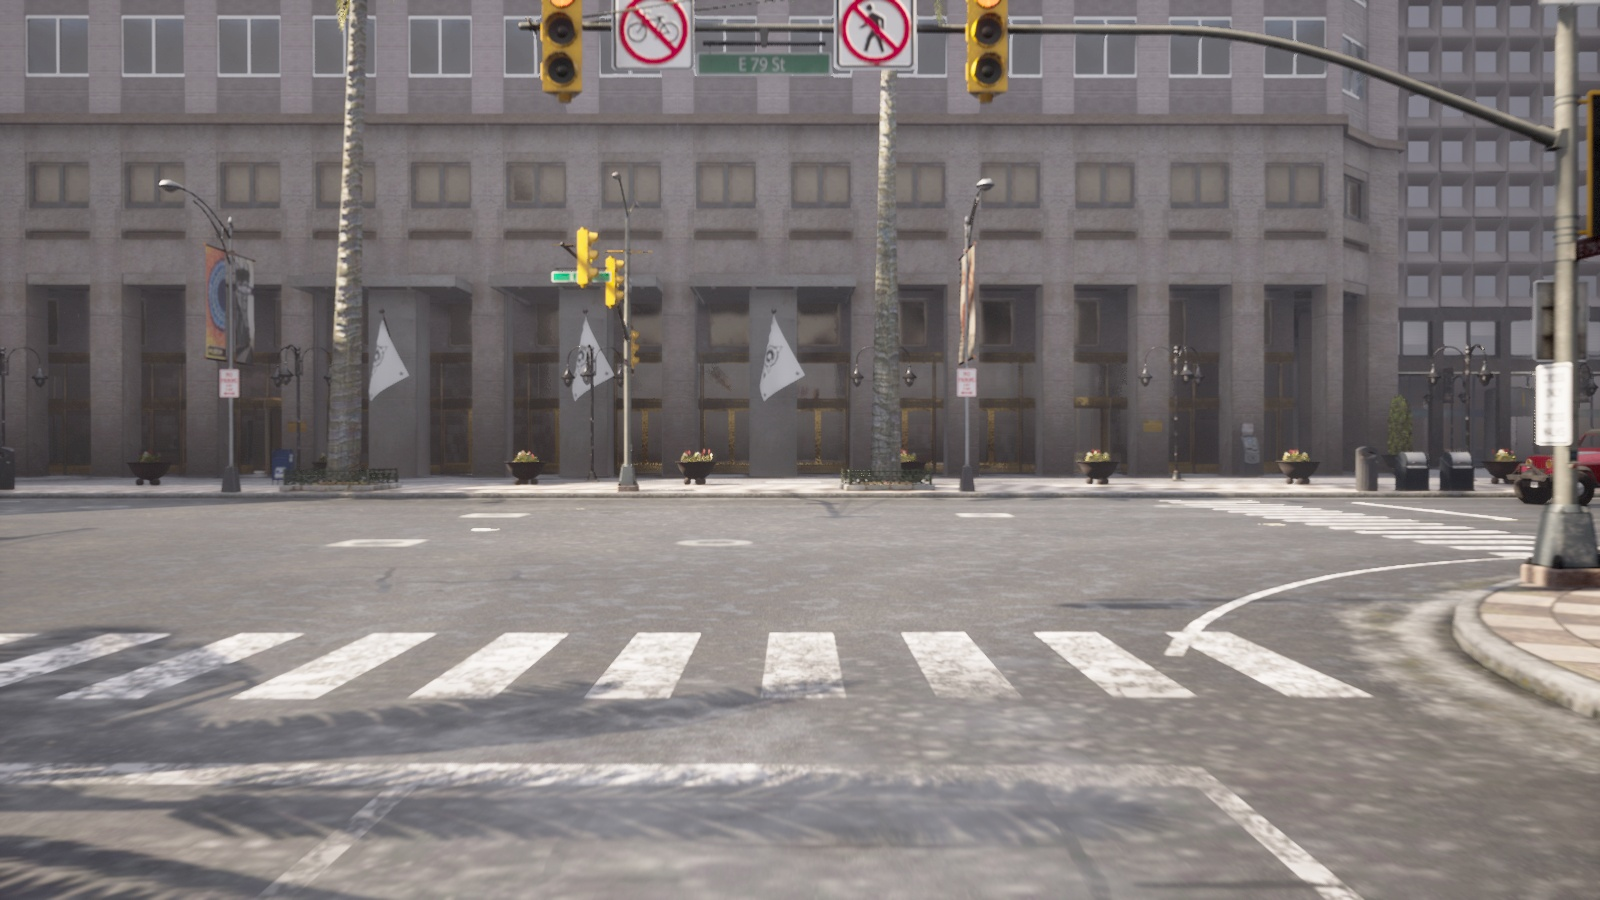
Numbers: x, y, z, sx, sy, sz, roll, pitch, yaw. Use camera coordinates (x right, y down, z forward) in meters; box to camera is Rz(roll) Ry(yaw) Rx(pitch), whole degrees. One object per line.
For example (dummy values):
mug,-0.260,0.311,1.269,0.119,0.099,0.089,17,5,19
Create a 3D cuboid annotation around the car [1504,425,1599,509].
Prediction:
car,18.714,0.369,28.952,3.866,1.878,1.905,0,0,1
